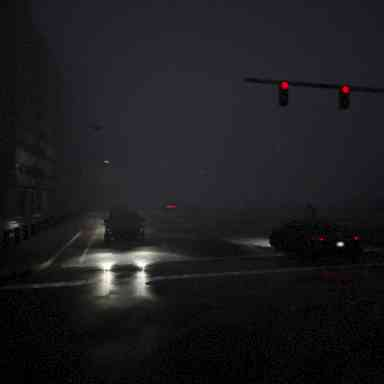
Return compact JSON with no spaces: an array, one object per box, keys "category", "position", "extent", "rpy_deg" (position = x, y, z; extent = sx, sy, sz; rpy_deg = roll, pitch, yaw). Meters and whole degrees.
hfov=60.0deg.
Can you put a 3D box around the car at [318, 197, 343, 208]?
[{"category":"car","position":[24.111,2.090,58.767],"extent":[1.970,1.475,3.806],"rpy_deg":[0,-1,-13]}]

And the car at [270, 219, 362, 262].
[{"category":"car","position":[4.591,1.729,12.943],"extent":[1.994,1.385,4.181],"rpy_deg":[0,-1,-8]}]

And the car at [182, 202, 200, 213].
[{"category":"car","position":[-0.073,2.371,50.229],"extent":[1.994,1.385,4.181],"rpy_deg":[0,-1,-12]}]

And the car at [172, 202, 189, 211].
[{"category":"car","position":[-2.177,2.520,59.229],"extent":[2.033,1.411,5.357],"rpy_deg":[0,-1,-13]}]

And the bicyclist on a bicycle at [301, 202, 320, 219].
[{"category":"bicyclist on a bicycle","position":[9.317,1.631,26.222],"extent":[1.656,1.620,0.582],"rpy_deg":[-1,-1,-13]}]

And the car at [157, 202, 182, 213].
[{"category":"car","position":[-3.362,2.315,49.112],"extent":[2.128,1.511,4.902],"rpy_deg":[0,-1,-13]}]

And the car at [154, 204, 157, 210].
[{"category":"car","position":[-5.337,2.545,57.742],"extent":[1.994,1.385,4.181],"rpy_deg":[0,-1,-13]}]

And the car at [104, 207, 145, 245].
[{"category":"car","position":[-3.608,1.804,17.747],"extent":[1.882,1.535,5.008],"rpy_deg":[0,-1,-13]}]

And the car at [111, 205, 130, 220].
[{"category":"car","position":[-8.124,2.237,37.636],"extent":[2.033,1.411,5.357],"rpy_deg":[0,-1,-13]}]

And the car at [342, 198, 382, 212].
[{"category":"car","position":[21.782,1.860,42.772],"extent":[1.970,1.475,3.806],"rpy_deg":[0,-1,-13]}]
